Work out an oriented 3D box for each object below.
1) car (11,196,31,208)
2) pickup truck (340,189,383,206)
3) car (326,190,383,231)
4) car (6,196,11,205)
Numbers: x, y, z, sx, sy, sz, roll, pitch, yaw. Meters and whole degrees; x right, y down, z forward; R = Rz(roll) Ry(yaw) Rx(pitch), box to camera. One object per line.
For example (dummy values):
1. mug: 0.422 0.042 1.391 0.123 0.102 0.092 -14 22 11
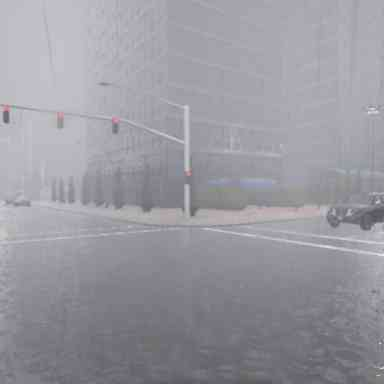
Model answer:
1. car: -24.461 1.467 47.971 1.812 1.442 4.674 -1 0 -35
2. pickup truck: 23.684 0.714 45.123 6.274 2.098 2.390 0 0 -4
3. car: 10.443 1.070 19.975 5.566 2.045 2.150 -1 0 -35
4. car: -30.277 1.432 56.411 2.128 1.511 4.902 -1 0 -35
